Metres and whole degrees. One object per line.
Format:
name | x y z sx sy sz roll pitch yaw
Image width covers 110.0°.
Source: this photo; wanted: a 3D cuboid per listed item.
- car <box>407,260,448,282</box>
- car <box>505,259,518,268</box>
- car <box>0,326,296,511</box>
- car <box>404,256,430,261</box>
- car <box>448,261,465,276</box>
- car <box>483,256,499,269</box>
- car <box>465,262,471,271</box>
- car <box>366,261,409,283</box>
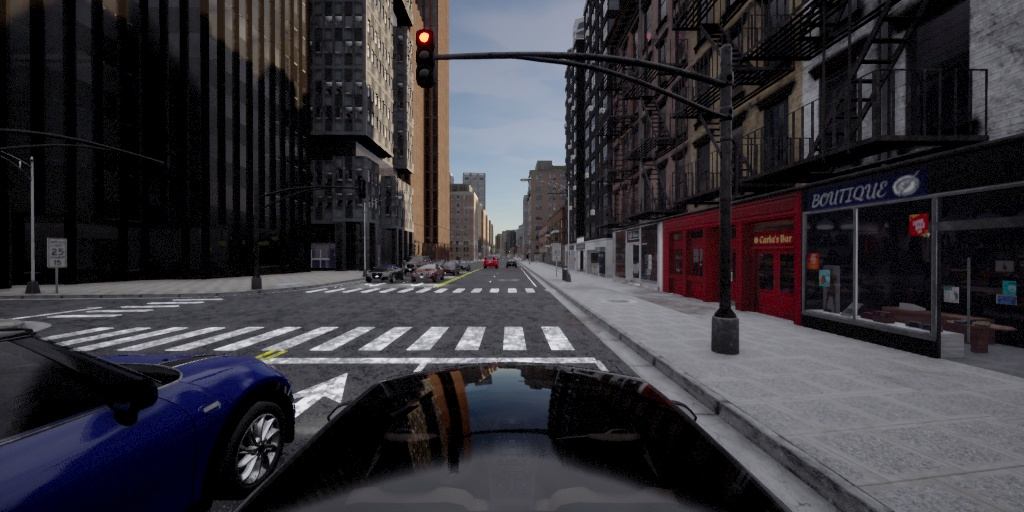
car | -6.667 1.281 28.767 1.812 1.442 4.674 0 0 0
car | -0.069 1.271 61.862 1.837 1.490 4.892 0 0 0
car | -3.145 1.102 1.620 2.097 1.767 4.553 0 0 0
car | -9.941 0.979 37.693 2.150 2.045 5.566 0 0 0
car | -6.694 1.307 38.448 2.033 1.411 5.357 0 0 0
car | -3.407 0.987 58.079 2.150 2.045 5.566 0 0 0
car | -6.715 1.327 48.409 1.994 1.385 4.181 0 0 0
car | -9.907 1.320 28.359 1.994 1.385 4.181 0 0 1
